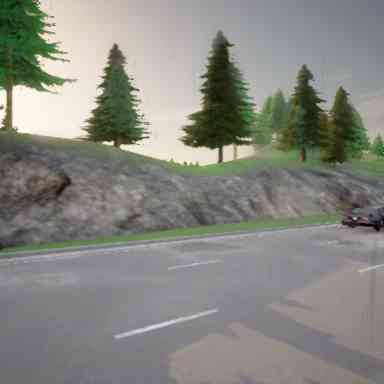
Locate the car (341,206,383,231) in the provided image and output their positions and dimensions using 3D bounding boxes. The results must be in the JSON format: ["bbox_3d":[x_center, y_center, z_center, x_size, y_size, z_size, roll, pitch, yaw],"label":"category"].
[{"bbox_3d":[11.492,1.587,20.917,5.357,1.411,2.033,0,0,-37],"label":"car"}]
